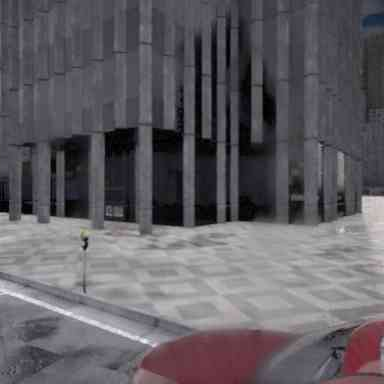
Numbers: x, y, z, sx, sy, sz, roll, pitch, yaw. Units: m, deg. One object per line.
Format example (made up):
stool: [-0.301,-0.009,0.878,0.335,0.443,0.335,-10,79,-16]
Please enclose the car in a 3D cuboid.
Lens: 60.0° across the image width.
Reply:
car: [1.327,1.582,2.134,4.206,1.307,1.802,0,0,36]
